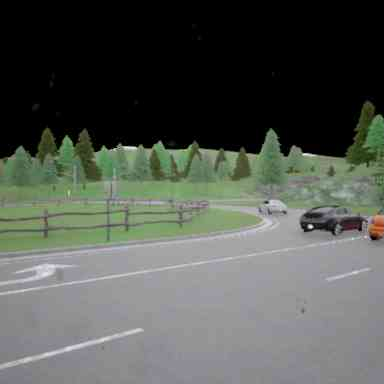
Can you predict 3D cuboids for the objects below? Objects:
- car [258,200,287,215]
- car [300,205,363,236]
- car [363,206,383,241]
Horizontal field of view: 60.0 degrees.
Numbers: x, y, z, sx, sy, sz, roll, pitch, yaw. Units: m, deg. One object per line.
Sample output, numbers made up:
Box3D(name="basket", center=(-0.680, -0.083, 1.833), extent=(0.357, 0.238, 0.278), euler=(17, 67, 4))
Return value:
Box3D(name="car", center=(8.294, 1.509, 34.301), extent=(1.812, 1.442, 4.674), euler=(0, 0, -5))
Box3D(name="car", center=(7.876, 1.494, 18.343), extent=(4.892, 1.490, 1.837), euler=(0, 0, -39))
Box3D(name="car", center=(10.185, 1.341, 15.306), extent=(4.553, 1.767, 2.097), euler=(0, 0, -35))
